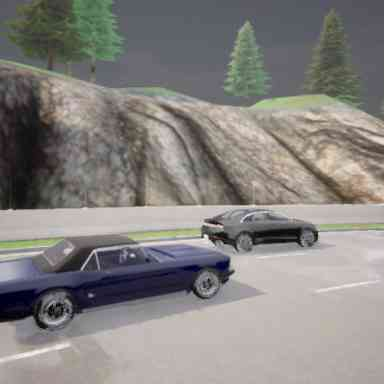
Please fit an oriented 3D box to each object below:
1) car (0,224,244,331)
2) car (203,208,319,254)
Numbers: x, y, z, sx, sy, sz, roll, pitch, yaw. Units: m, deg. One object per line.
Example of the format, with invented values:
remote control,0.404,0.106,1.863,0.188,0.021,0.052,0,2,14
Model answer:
car,-1.447,1.536,6.679,4.718,1.301,1.895,0,1,-32
car,2.715,1.400,12.947,4.902,1.511,2.128,0,0,-25
